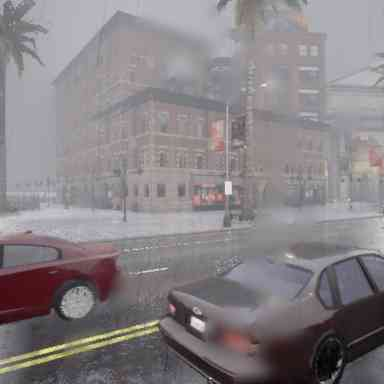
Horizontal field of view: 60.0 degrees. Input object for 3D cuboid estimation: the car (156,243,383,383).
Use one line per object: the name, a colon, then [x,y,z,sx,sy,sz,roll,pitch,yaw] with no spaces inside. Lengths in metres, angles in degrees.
car: [2.114,1.547,5.220,5.357,1.411,2.033,0,0,-35]

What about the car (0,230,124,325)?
car: [-3.683,1.477,5.667,5.008,1.535,1.882,0,0,-35]

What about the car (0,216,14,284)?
car: [-7.014,1.477,7.597,5.008,1.535,1.882,0,0,-35]
